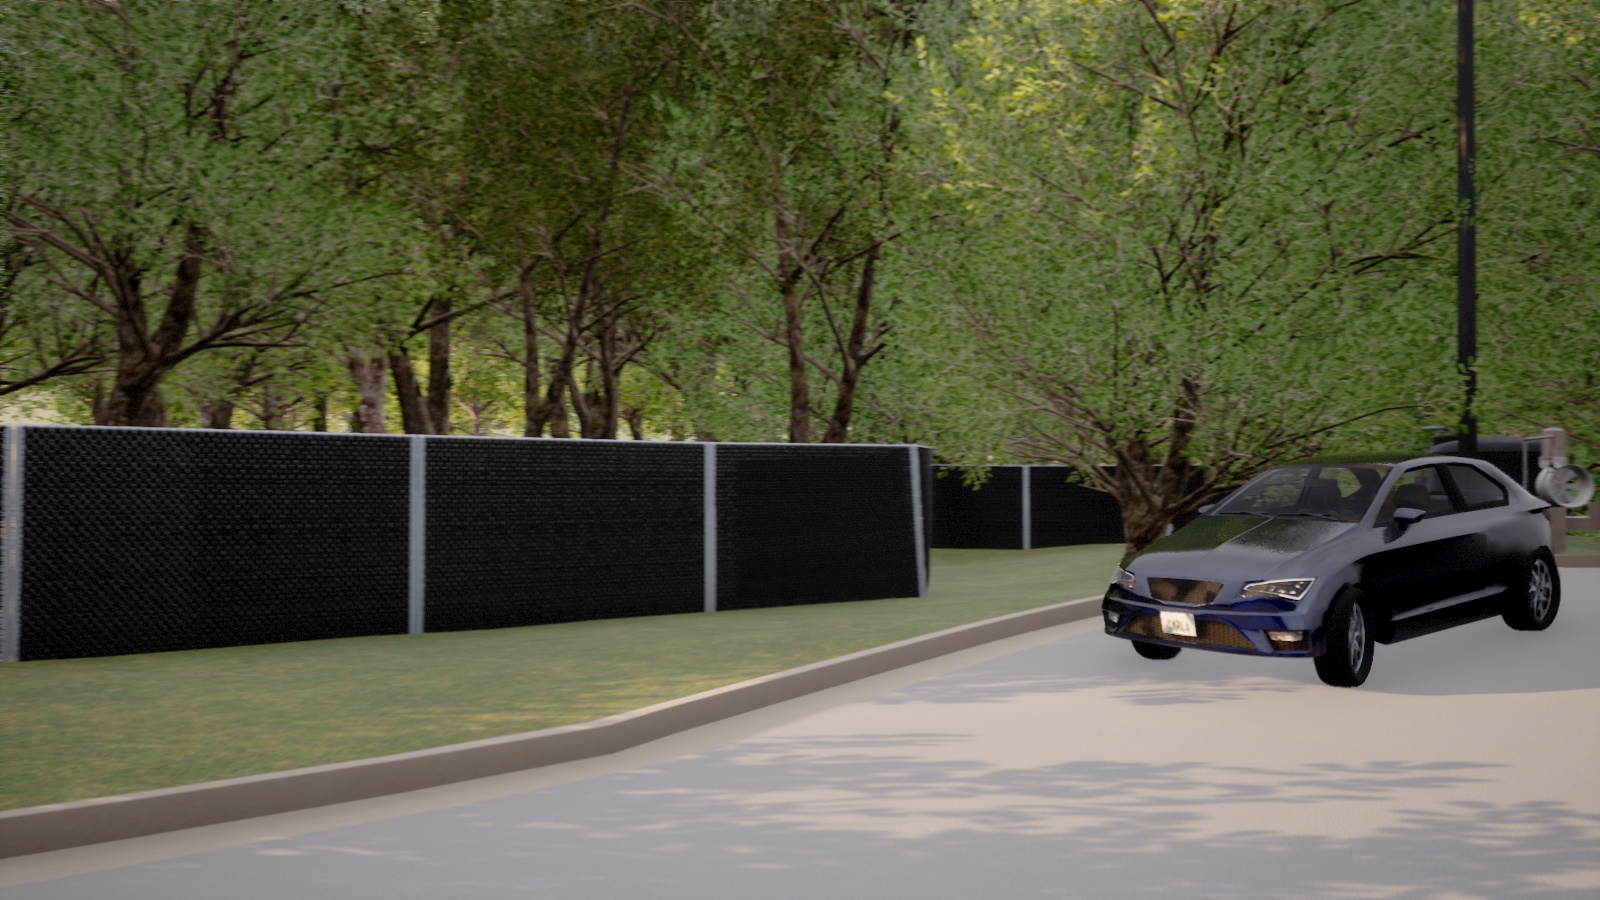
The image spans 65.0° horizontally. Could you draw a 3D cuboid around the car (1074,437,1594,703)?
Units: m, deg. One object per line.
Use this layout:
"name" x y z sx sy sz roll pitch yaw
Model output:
"car" 4.292 0.756 9.833 4.193 1.474 1.816 -4 1 -37
